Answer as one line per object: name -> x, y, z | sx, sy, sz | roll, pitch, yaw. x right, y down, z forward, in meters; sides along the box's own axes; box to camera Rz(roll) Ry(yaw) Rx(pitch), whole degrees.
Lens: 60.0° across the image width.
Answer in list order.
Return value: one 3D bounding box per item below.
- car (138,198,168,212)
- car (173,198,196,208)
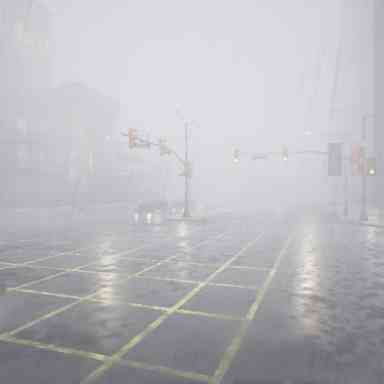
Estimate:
car -> -4.493, 1.478, 38.786 | 1.882, 1.535, 5.008 | 0, 0, 22
car -> -1.048, 1.601, 48.402 | 1.895, 1.301, 4.718 | 0, 0, 20
